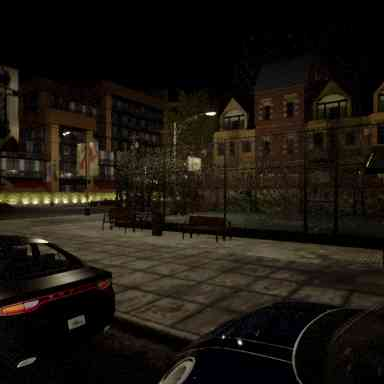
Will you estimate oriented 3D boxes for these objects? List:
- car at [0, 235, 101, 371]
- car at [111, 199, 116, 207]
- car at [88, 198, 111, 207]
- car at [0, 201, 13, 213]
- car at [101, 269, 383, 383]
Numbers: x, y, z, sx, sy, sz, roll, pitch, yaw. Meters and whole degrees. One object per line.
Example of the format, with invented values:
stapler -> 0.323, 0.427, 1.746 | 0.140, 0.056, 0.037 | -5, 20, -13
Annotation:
car -> -3.469, 1.480, 5.582 | 5.008, 1.535, 2.097 | 0, 0, 35
car -> -9.471, 1.352, 50.488 | 2.097, 1.767, 4.553 | 0, 0, 35
car -> -13.583, 1.601, 50.721 | 1.895, 1.301, 4.718 | 0, 0, 35
car -> -20.814, 1.564, 34.229 | 1.994, 1.385, 4.181 | 0, 0, 35
car -> 1.858, 1.354, 1.986 | 4.553, 1.767, 2.185 | 0, 0, 35
